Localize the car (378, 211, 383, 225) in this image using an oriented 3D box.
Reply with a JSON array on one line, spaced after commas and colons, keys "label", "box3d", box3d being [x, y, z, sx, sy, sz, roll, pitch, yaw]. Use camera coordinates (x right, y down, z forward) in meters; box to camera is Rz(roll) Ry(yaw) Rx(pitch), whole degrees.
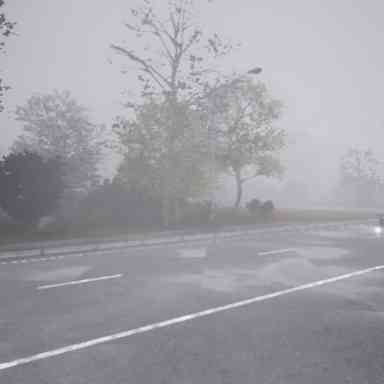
[{"label": "car", "box3d": [14.390, 1.486, 22.275, 4.892, 1.490, 1.837, 0, 0, -33]}]
